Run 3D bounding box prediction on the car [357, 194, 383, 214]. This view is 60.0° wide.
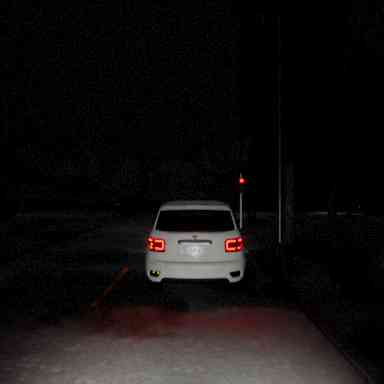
[{"bbox_3d":[20.226,1.215,34.598,5.566,2.045,2.150,0,0,0],"label":"car"}]

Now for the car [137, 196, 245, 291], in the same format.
[{"bbox_3d":[0.104,1.220,9.180,2.150,2.045,5.566,0,0,1],"label":"car"}]

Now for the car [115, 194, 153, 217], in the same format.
[{"bbox_3d":[-4.242,1.217,30.635,5.566,2.045,2.150,0,0,1],"label":"car"}]
